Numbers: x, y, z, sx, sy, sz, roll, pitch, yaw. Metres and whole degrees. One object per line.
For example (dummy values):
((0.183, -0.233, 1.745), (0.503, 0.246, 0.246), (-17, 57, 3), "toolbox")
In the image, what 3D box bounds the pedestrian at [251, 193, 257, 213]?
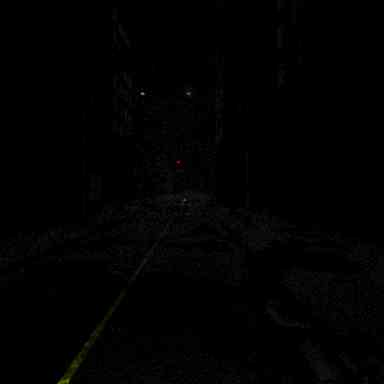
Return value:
((5.647, 0.973, 30.311), (0.375, 1.860, 0.375), (0, 1, 0), "pedestrian")

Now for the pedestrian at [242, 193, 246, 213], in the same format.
((4.647, 0.954, 29.711), (0.375, 1.860, 0.375), (0, 1, 0), "pedestrian")

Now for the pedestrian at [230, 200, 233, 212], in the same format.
((3.648, 1.316, 30.917), (0.500, 1.100, 0.500), (0, 1, 0), "pedestrian")

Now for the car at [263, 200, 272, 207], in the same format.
((11.678, 1.384, 44.508), (4.206, 1.307, 1.802), (1, 0, 0), "car")
